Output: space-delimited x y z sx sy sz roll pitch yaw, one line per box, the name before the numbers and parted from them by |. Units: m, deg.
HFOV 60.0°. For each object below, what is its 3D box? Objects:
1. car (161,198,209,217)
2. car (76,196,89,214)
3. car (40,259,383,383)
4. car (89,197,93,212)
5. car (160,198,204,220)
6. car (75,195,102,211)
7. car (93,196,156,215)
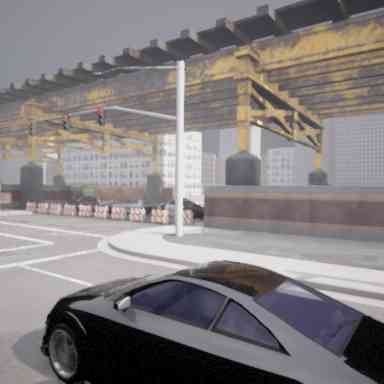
car | -0.672 1.085 24.939 1.853 1.218 4.536 0 1 -26
car | -9.234 1.103 30.036 2.038 1.542 4.974 1 0 -11
car | 0.103 1.535 3.898 4.181 1.385 1.994 1 1 36
car | -5.477 1.168 27.369 4.974 1.542 2.038 1 0 -1
car | -0.651 1.243 24.894 2.038 1.542 4.974 0 1 -26
car | -9.243 0.945 30.086 1.853 1.218 4.536 1 0 -11
car | -5.424 1.011 27.368 4.536 1.218 1.853 1 0 -1
